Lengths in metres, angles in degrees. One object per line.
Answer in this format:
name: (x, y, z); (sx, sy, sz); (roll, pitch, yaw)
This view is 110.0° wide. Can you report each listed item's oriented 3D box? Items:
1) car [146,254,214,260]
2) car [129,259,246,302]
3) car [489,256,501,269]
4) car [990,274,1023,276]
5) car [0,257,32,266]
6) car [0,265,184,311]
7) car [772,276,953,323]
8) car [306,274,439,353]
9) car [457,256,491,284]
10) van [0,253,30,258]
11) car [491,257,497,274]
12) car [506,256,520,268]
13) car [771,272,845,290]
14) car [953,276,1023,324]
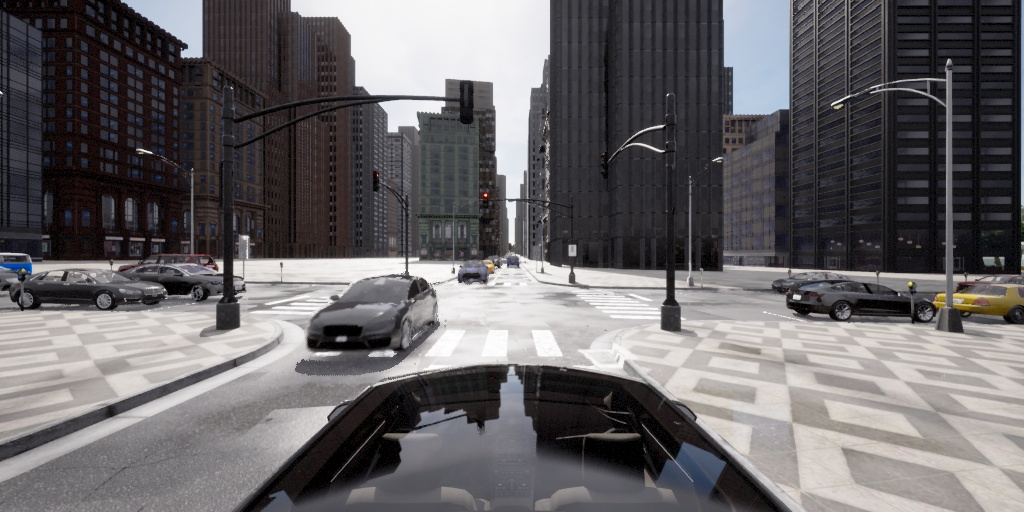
car: (-20.195, 0.799, 21.150); (5.009, 1.841, 2.192); (0, 0, 0)
car: (-14.134, 1.065, 15.358); (4.902, 1.511, 2.128); (1, 0, 1)
car: (-2.983, 0.974, 57.806); (2.150, 2.045, 5.566); (0, 0, 0)
car: (29.098, 1.766, 21.154); (4.507, 1.381, 1.888); (0, 0, 0)
car: (-23.549, 0.935, 15.388); (4.902, 1.511, 2.128); (1, 0, 0)
car: (-14.763, 1.116, 12.614); (4.403, 1.370, 2.007); (0, 0, 0)
car: (12.145, 1.524, 12.660); (4.313, 1.339, 1.948); (0, 0, 0)
car: (-3.089, 1.253, 8.929); (1.837, 1.490, 4.892); (0, 0, 0)
car: (-2.913, 1.102, 27.301); (2.097, 1.767, 4.553); (0, 0, -2)
van: (-31.114, 0.680, 21.170); (3.998, 1.789, 1.690); (0, 0, 0)
car: (-3.037, 1.227, 40.738); (1.882, 1.535, 5.008); (0, 0, 0)
car: (0.199, 0.974, 62.675); (2.150, 2.045, 5.566); (0, 0, 0)
car: (17.812, 1.591, 21.175); (4.403, 1.370, 2.007); (0, 0, 0)
car: (17.957, 1.571, 12.649); (4.829, 1.417, 1.751); (0, 0, 0)
